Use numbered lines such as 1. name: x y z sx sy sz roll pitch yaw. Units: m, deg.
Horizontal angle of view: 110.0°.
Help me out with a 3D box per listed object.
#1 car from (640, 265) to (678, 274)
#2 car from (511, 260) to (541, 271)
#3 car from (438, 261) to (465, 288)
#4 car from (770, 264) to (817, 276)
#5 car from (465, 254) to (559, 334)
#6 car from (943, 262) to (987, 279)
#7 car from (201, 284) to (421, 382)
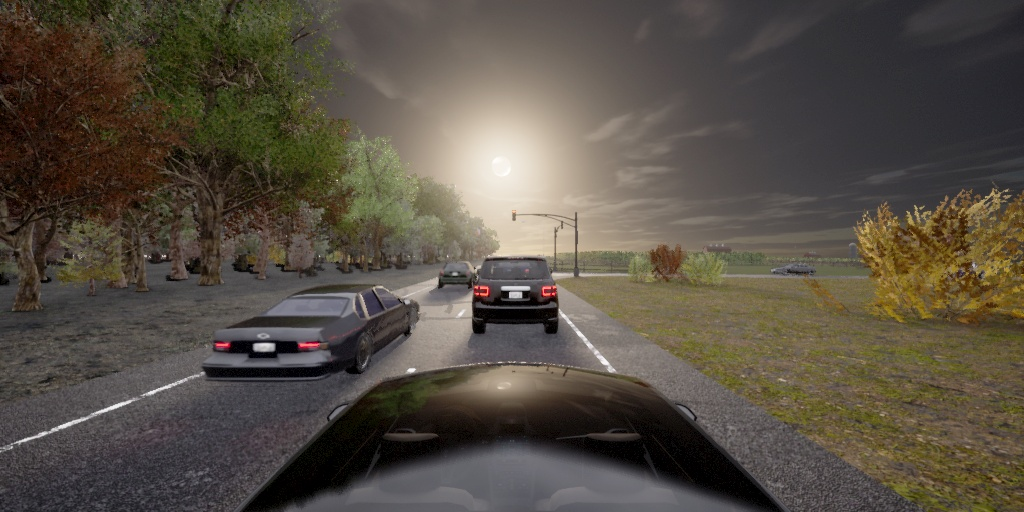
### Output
1. car: 17.895 1.606 44.146 4.718 1.301 1.895 1 -1 1
2. car: 1.880 1.287 50.490 1.812 1.442 4.674 -1 1 -35
3. car: -3.440 1.108 23.670 2.097 1.767 4.553 0 0 0
4. car: 34.511 1.678 44.079 4.902 1.511 2.128 1 -1 0
5. car: 0.081 0.974 10.776 2.150 2.045 5.566 0 0 0
6. car: 50.304 1.776 40.412 5.008 1.535 1.882 1 -1 1
7. car: -3.409 1.299 7.432 2.033 1.411 5.357 0 0 0
